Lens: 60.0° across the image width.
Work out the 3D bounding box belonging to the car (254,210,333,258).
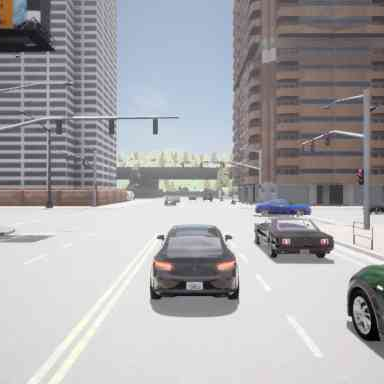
[{"bbox_3d":[3.610,1.601,12.745,1.895,1.301,4.718,0,0,1],"label":"car"}]

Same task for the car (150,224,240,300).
[{"bbox_3d":[0.066,1.526,8.294,1.812,1.442,4.674,0,0,0],"label":"car"}]

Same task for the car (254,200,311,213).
[{"bbox_3d":[8.230,1.477,30.482,5.008,1.535,1.882,0,1,15],"label":"car"}]

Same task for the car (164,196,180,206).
[{"bbox_3d":[-3.568,1.491,54.864,2.128,1.511,4.902,0,0,-1],"label":"car"}]

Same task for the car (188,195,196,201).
[{"bbox_3d":[0.045,1.425,77.336,1.837,1.490,4.892,0,0,0],"label":"car"}]

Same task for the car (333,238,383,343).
[{"bbox_3d":[3.602,1.352,3.660,2.097,1.767,4.553,0,0,0],"label":"car"}]

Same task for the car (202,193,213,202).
[{"bbox_3d":[3.545,1.225,76.064,2.150,2.045,5.566,0,0,0],"label":"car"}]

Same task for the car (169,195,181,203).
[{"bbox_3d":[-3.461,1.492,69.346,2.128,1.511,4.902,0,0,0],"label":"car"}]

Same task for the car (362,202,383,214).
[{"bbox_3d":[19.977,1.601,33.760,4.718,1.301,1.895,0,0,1],"label":"car"}]
